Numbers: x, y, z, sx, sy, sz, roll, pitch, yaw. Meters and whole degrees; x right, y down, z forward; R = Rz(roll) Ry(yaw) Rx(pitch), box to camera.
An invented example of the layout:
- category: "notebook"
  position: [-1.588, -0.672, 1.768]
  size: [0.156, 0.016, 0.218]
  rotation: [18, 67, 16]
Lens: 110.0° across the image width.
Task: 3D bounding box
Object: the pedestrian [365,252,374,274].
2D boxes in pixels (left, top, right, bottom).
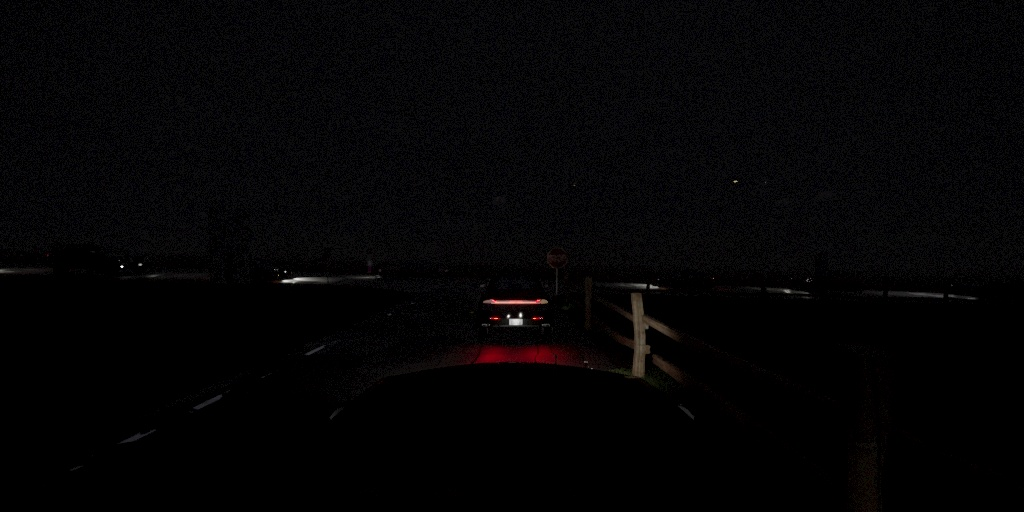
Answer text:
- category: "pedestrian"
  position: [-12.114, 0.529, 30.401]
  size: [0.375, 1.860, 0.375]
  rotation: [0, 1, 0]

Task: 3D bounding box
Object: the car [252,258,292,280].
- category: "car"
  position: [-17.451, 0.840, 24.457]
  size: [4.181, 1.385, 1.994]
  rotation: [2, 3, 0]

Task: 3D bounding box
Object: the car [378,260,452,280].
- category: "car"
  position: [-7.309, 1.018, 27.406]
  size: [5.357, 1.411, 2.033]
  rotation: [2, 3, 0]

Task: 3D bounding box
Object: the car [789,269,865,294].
- category: "car"
  position: [23.874, 1.812, 27.310]
  size: [4.553, 1.767, 2.097]
  rotation: [2, 3, 0]

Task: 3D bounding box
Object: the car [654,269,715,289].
- category: "car"
  position: [13.128, 1.690, 27.325]
  size: [4.181, 1.385, 1.994]
  rotation: [2, 3, -1]

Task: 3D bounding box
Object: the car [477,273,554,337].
- category: "car"
  position: [0.069, 1.234, 10.300]
  size: [2.128, 1.511, 4.902]
  rotation: [0, 0, 0]

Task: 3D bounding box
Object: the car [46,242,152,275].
- category: "car"
  position: [-28.099, 0.143, 24.457]
  size: [5.566, 2.045, 2.150]
  rotation: [2, 3, 0]

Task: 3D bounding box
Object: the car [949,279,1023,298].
- category: "car"
  position: [36.485, 2.441, 27.283]
  size: [4.718, 1.301, 1.895]
  rotation: [2, 3, 0]
